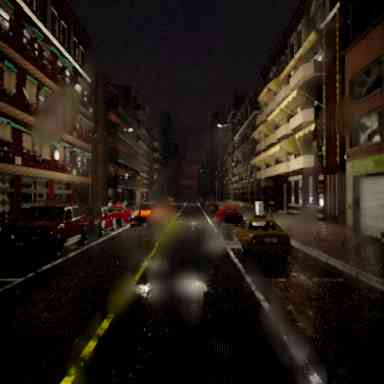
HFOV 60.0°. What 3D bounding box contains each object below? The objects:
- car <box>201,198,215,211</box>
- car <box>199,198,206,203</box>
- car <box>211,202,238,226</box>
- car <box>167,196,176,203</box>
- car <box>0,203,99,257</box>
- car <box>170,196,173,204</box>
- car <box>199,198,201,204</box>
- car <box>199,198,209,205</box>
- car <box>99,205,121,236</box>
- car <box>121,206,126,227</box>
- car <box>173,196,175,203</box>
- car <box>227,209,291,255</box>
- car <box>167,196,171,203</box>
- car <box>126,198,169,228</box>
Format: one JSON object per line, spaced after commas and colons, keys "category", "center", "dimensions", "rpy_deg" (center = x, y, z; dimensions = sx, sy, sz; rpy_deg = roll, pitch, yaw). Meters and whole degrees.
{"category": "car", "center": [2.695, 1.906, 47.317], "dimensions": [2.008, 1.369, 4.403], "rpy_deg": [0, 0, 0]}
{"category": "car", "center": [2.698, 2.226, 86.770], "dimensions": [1.802, 1.307, 4.206], "rpy_deg": [0, 0, 0]}
{"category": "car", "center": [2.693, 1.732, 24.774], "dimensions": [1.887, 1.381, 4.507], "rpy_deg": [0, 0, 0]}
{"category": "car", "center": [-5.682, 2.001, 92.413], "dimensions": [2.192, 1.841, 5.009], "rpy_deg": [0, 0, 0]}
{"category": "car", "center": [-5.687, 1.418, 13.508], "dimensions": [2.192, 1.841, 5.009], "rpy_deg": [0, 0, 0]}
{"category": "car", "center": [-5.684, 2.071, 69.867], "dimensions": [2.008, 1.369, 4.403], "rpy_deg": [0, 0, 0]}
{"category": "car", "center": [2.697, 2.047, 70.032], "dimensions": [1.752, 1.417, 4.829], "rpy_deg": [0, 0, 0]}
{"category": "car", "center": [2.697, 2.128, 75.498], "dimensions": [1.947, 1.339, 4.313], "rpy_deg": [0, 0, 0]}
{"category": "car", "center": [-5.688, 1.585, 19.142], "dimensions": [1.967, 1.590, 4.097], "rpy_deg": [0, 0, 0]}
{"category": "car", "center": [-5.687, 1.732, 24.779], "dimensions": [1.887, 1.381, 4.507], "rpy_deg": [0, 0, 0]}
{"category": "car", "center": [-5.683, 2.148, 81.139], "dimensions": [1.887, 1.381, 4.507], "rpy_deg": [0, 0, 0]}
{"category": "car", "center": [2.692, 1.629, 13.672], "dimensions": [1.752, 1.417, 4.829], "rpy_deg": [0, 0, 0]}
{"category": "car", "center": [-5.684, 2.030, 64.230], "dimensions": [2.008, 1.369, 4.403], "rpy_deg": [0, 0, 0]}
{"category": "car", "center": [-2.999, 1.530, 23.570], "dimensions": [2.097, 1.767, 4.553], "rpy_deg": [0, 0, 0]}
